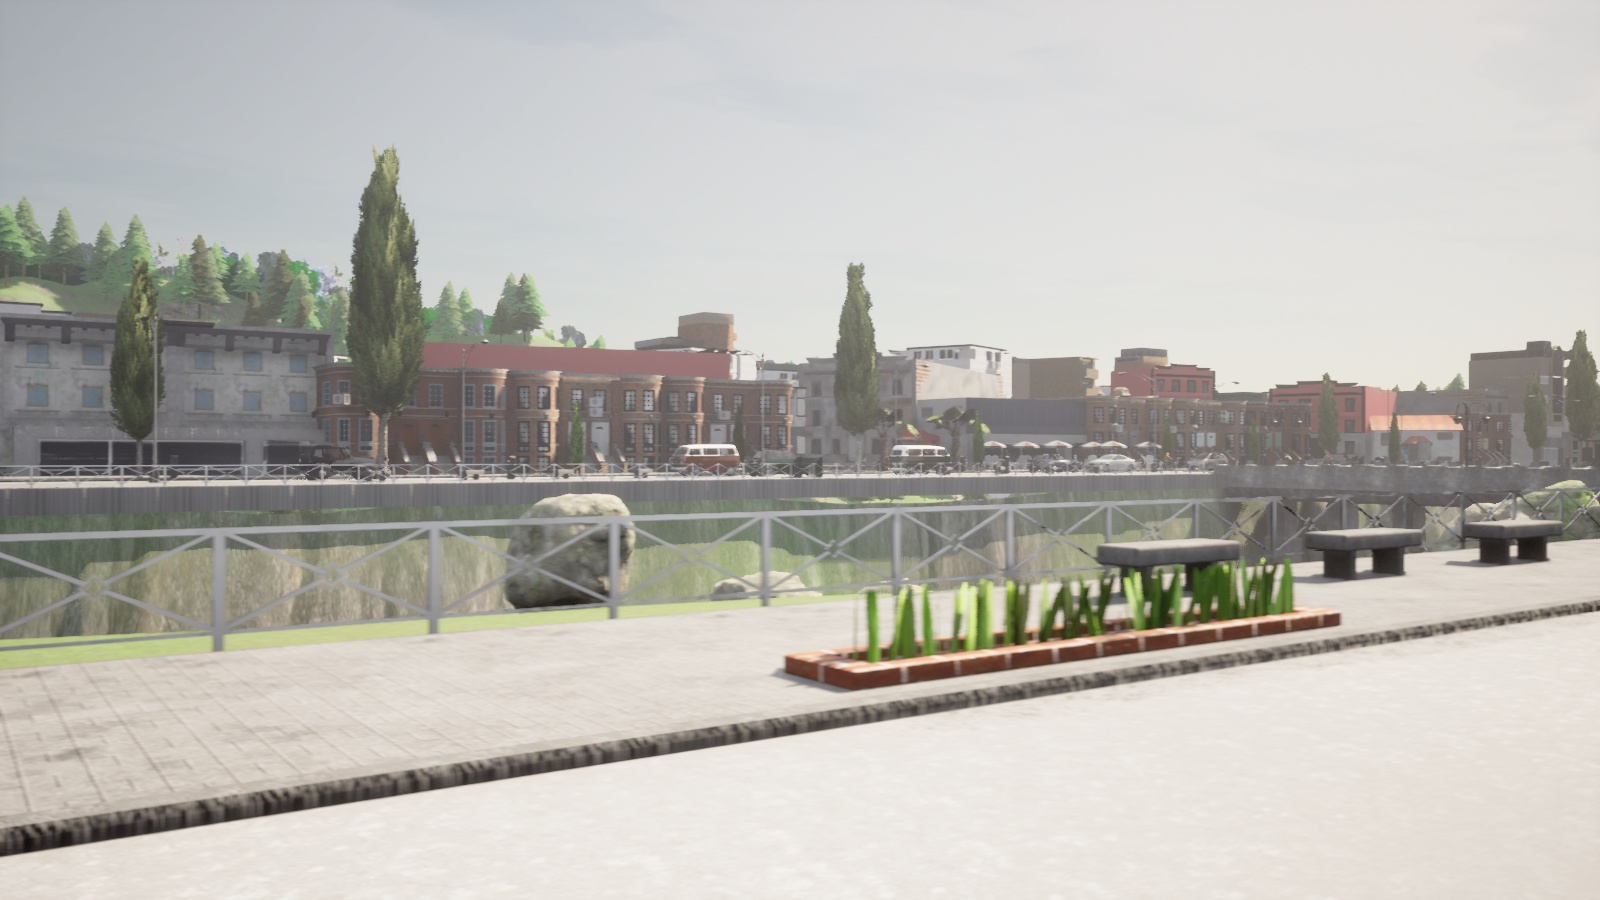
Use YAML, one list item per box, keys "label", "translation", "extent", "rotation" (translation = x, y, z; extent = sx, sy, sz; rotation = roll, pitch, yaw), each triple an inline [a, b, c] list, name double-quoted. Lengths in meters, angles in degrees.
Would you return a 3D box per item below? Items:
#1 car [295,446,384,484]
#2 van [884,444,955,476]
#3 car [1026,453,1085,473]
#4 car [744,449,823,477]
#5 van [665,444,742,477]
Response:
- label: "car"
  translation: [-23.195, 0.745, 63.246]
  extent: [3.866, 1.878, 1.905]
  rotation: [0, 0, -35]
- label: "van"
  translation: [8.118, 0.663, 85.071]
  extent: [4.480, 2.038, 2.069]
  rotation: [-1, 0, -34]
- label: "car"
  translation: [18.823, 0.946, 92.510]
  extent: [4.193, 1.474, 1.816]
  rotation: [0, 0, -35]
- label: "car"
  translation: [-1.027, 0.798, 78.694]
  extent: [4.553, 1.767, 2.097]
  rotation: [0, 0, -34]
- label: "van"
  translation: [-6.140, 0.677, 79.997]
  extent: [4.480, 2.038, 2.069]
  rotation: [0, 0, -35]
